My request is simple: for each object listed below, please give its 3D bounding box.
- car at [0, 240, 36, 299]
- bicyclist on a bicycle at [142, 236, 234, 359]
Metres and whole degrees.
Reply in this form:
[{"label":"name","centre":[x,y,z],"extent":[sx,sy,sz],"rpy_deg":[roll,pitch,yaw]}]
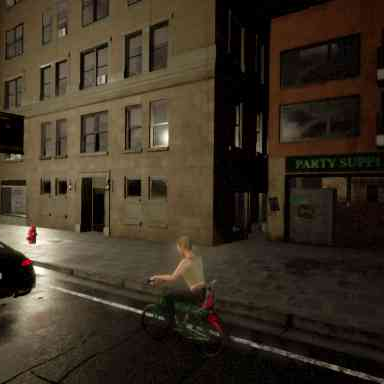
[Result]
[{"label":"car","centre":[-5.326,1.562,7.383],"extent":[4.181,1.385,1.994],"rpy_deg":[0,0,36]},{"label":"bicyclist on a bicycle","centre":[-0.174,1.436,4.778],"extent":[1.509,1.612,0.866],"rpy_deg":[0,0,35]}]
